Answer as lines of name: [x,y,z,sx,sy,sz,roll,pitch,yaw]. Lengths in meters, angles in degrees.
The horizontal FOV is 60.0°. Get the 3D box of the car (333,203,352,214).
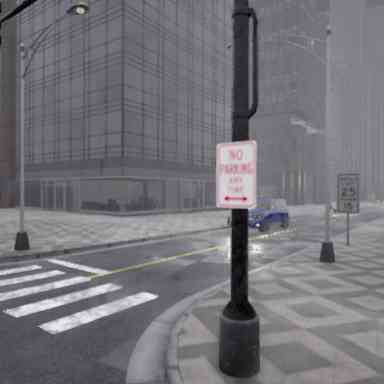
car: [19.370,1.840,42.052,2.097,1.767,4.553,0,0,36]

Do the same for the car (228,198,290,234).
car: [4.430,1.421,21.227,2.150,2.045,5.566,0,0,36]
